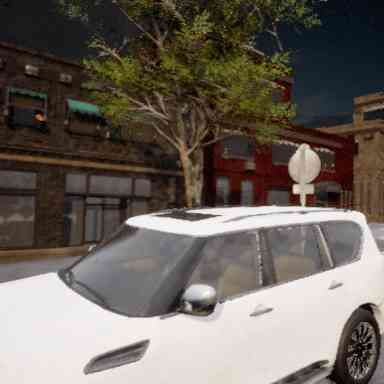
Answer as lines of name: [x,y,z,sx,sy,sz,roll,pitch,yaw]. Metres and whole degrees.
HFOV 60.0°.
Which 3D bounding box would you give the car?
car: [0.081,1.224,3.743,5.566,2.045,2.150,0,0,-36]
